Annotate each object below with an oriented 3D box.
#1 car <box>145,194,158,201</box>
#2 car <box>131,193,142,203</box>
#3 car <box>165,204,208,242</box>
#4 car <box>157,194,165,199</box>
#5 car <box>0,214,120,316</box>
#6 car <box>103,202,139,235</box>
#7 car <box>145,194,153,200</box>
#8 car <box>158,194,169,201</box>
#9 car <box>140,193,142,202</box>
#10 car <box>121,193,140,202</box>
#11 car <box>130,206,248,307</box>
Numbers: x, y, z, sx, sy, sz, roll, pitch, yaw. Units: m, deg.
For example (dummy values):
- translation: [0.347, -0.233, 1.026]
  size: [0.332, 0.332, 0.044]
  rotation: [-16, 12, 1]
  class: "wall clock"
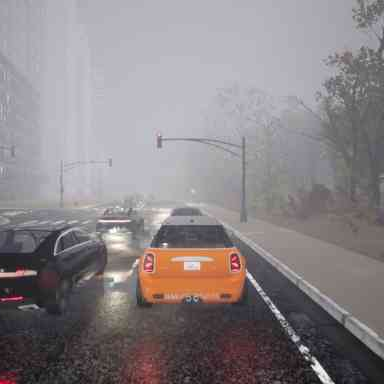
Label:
- translation: [-9.950, 1.399, 80.140]
  size: [1.882, 1.535, 5.008]
  rotation: [0, 0, -9]
  class: "car"
- translation: [-11.963, 1.164, 72.019]
  size: [2.150, 2.045, 5.566]
  rotation: [0, 0, -8]
  class: "car"
- translation: [-0.285, 1.472, 17.337]
  size: [1.882, 1.535, 5.008]
  rotation: [0, 0, -1]
  class: "car"
- translation: [-8.562, 1.260, 91.022]
  size: [1.812, 1.442, 4.674]
  rotation: [0, 0, -10]
  class: "car"
- translation: [-3.257, 1.490, 7.466]
  size: [2.128, 1.511, 4.902]
  rotation: [0, 0, -1]
  class: "car"
- translation: [-3.514, 1.487, 16.892]
  size: [2.128, 1.511, 4.902]
  rotation: [0, 0, -2]
  class: "car"
- translation: [-11.760, 1.217, 90.443]
  size: [1.882, 1.535, 5.008]
  rotation: [0, 0, -10]
  class: "car"
- translation: [-6.813, 1.512, 81.077]
  size: [1.895, 1.301, 4.718]
  rotation: [0, 0, -10]
  class: "car"
- translation: [-10.278, 1.465, 58.878]
  size: [1.837, 1.490, 4.892]
  rotation: [0, 0, -7]
  class: "car"
- translation: [-9.158, 1.325, 48.692]
  size: [2.097, 1.767, 4.553]
  rotation: [0, 0, -6]
  class: "car"
- translation: [-0.020, 1.350, 8.116]
  size: [2.097, 1.767, 4.553]
  rotation: [0, 0, -1]
  class: "car"
